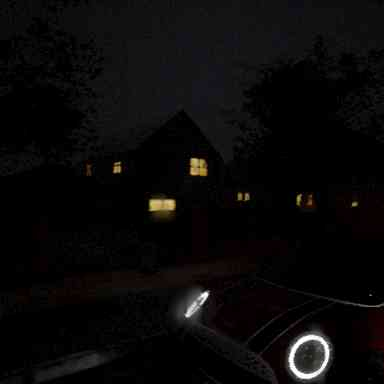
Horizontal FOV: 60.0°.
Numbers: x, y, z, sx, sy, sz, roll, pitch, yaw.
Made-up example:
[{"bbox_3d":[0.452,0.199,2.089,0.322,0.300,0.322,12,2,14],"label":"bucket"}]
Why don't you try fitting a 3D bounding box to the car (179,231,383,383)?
[{"bbox_3d":[2.057,1.397,4.520,4.553,1.767,2.097,1,0,-35],"label":"car"}]
